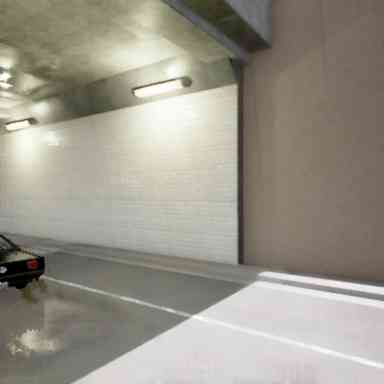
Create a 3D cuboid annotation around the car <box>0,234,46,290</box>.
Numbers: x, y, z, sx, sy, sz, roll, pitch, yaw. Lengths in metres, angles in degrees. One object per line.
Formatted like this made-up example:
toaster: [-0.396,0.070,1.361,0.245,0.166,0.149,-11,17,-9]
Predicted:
car: [-5.664,1.627,8.030,4.718,1.301,1.895,0,0,35]
